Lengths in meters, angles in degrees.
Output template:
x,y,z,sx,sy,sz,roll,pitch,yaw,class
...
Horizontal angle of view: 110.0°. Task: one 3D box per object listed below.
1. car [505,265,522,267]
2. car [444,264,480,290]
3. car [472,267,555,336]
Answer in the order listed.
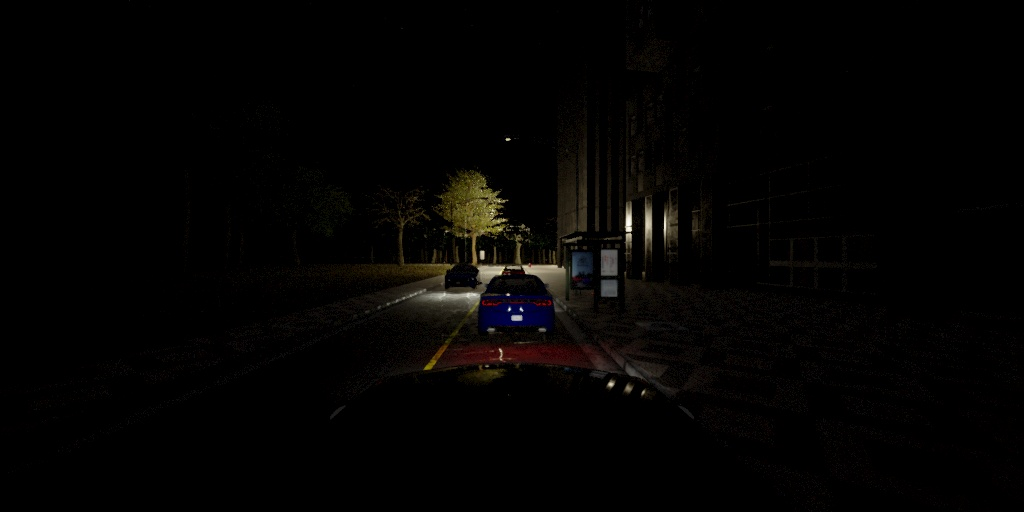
x,y,z,sx,sy,sz,roll,pitch,yaw,class
0.129,1.431,30.274,1.895,1.301,4.718,0,0,0,car
-3.081,1.285,23.144,1.882,1.535,5.008,0,0,0,car
0.110,1.242,10.490,1.882,1.535,5.008,0,0,0,car
